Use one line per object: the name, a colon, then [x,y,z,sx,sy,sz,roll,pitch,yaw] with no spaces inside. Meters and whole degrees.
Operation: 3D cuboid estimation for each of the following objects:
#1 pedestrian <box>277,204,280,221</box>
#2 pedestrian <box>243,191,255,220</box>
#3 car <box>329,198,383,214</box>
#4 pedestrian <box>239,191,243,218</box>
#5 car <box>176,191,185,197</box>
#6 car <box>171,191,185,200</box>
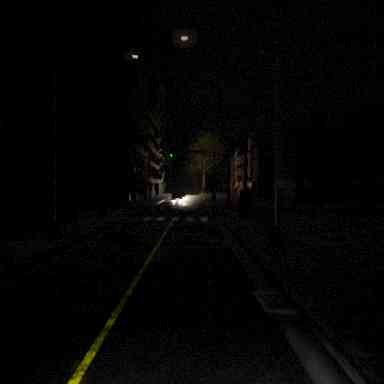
pedestrian: [5.596,1.318,21.547,0.500,1.100,0.500,0,1,0]
pedestrian: [3.609,0.815,20.950,0.375,1.860,0.375,0,1,0]
car: [14.000,1.162,27.690,4.829,1.417,1.752,0,0,0]
pedestrian: [3.373,0.793,22.151,0.375,1.860,0.375,0,1,0]
car: [-2.461,0.410,73.079,1.895,1.301,4.718,0,1,0]
car: [-2.575,0.551,58.106,2.128,1.511,4.902,0,1,1]
